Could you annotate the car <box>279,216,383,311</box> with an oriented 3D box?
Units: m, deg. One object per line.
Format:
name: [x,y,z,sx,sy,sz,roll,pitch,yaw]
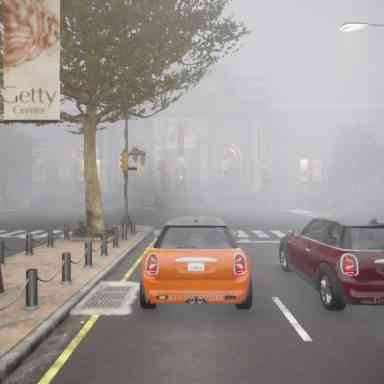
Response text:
car: [3.585,1.352,7.933,2.097,1.767,4.553,0,0,0]

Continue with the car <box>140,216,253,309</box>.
car: [0.086,1.352,8.030,2.097,1.767,4.553,0,0,0]
